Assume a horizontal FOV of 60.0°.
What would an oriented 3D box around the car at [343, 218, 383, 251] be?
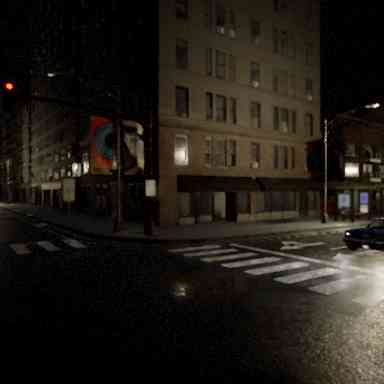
[{"bbox_3d":[8.177,1.715,13.500,4.718,1.301,1.895,0,0,-35],"label":"car"}]
